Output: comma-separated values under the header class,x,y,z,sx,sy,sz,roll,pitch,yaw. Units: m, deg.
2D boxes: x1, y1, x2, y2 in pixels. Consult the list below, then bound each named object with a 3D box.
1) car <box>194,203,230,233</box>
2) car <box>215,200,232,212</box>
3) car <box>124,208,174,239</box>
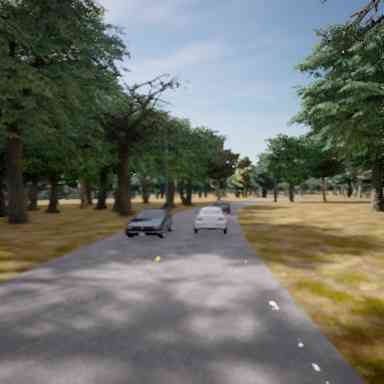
class,x,y,z,sx,sy,sz,roll,pitch,yaw
car,1.150,1.592,19.910,1.812,1.442,4.674,0,0,5
car,3.479,1.611,37.954,2.128,1.511,4.902,0,0,9
car,-2.134,1.610,18.210,2.033,1.411,5.357,0,0,5
